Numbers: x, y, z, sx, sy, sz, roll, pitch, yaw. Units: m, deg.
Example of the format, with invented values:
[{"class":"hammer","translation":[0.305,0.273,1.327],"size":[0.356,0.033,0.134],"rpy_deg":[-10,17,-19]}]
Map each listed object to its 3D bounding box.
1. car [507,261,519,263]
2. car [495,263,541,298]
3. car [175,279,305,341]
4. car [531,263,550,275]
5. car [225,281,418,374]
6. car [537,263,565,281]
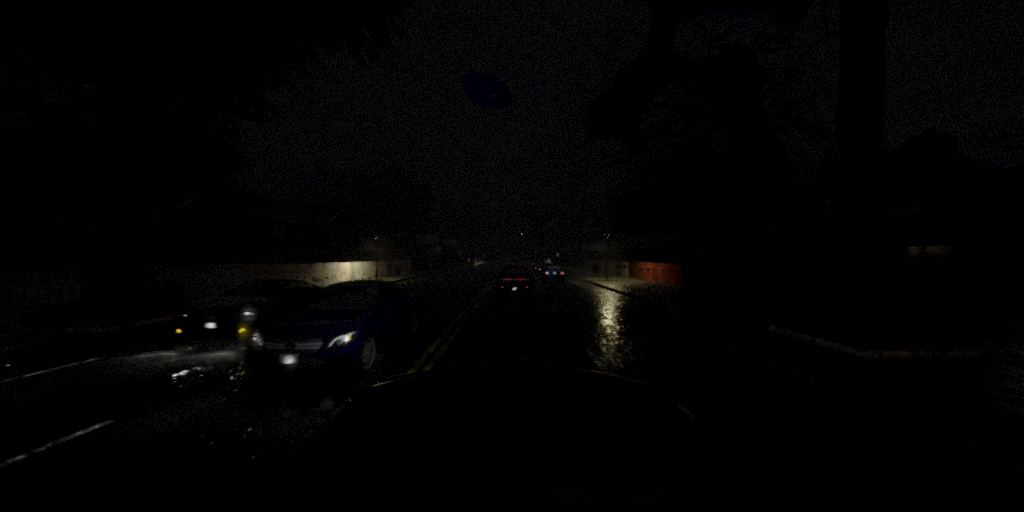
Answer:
[{"class":"car","translation":[0.162,1.347,41.272],"size":[1.882,1.535,5.008],"rpy_deg":[0,0,0]},{"class":"car","translation":[0.125,1.293,18.747],"size":[2.128,1.511,4.902],"rpy_deg":[0,0,0]},{"class":"car","translation":[-6.589,1.332,9.827],"size":[1.994,1.385,4.181],"rpy_deg":[0,0,0]},{"class":"car","translation":[3.332,1.479,43.026],"size":[1.895,1.301,4.718],"rpy_deg":[0,0,0]},{"class":"car","translation":[-3.344,1.290,7.707],"size":[1.812,1.442,4.674],"rpy_deg":[0,0,0]},{"class":"car","translation":[3.396,1.390,30.974],"size":[2.033,1.411,5.357],"rpy_deg":[0,0,0]}]
